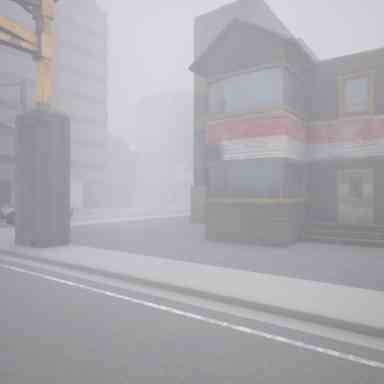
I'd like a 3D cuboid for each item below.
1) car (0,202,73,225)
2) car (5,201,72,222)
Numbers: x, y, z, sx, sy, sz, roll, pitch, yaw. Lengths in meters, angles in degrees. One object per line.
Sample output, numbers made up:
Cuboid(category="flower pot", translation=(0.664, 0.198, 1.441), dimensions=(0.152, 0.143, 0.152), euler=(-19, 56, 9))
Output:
Cuboid(category="car", translation=(-10.693, 1.447, 23.497), dimensions=(2.038, 1.542, 4.974), euler=(0, 0, 15))
Cuboid(category="car", translation=(-10.679, 1.289, 23.547), dimensions=(1.853, 1.218, 4.536), euler=(0, 0, 15))
